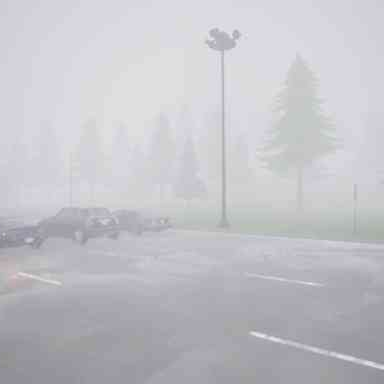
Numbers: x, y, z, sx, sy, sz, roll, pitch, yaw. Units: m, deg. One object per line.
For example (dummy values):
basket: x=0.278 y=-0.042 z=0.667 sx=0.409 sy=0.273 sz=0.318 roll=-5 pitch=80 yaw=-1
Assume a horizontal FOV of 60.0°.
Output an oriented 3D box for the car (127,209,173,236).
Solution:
car: x=-3.635 y=1.676 z=19.363 sx=5.357 sy=1.411 sz=2.033 roll=-1 pitch=0 yaw=36

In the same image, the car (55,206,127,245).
car: x=-5.745 y=1.480 z=16.570 sx=4.553 sy=1.767 sz=2.097 roll=-1 pitch=-1 yaw=36

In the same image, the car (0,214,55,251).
car: x=-8.010 y=1.658 z=13.889 sx=4.674 sy=1.442 sz=1.812 roll=0 pitch=0 yaw=36
